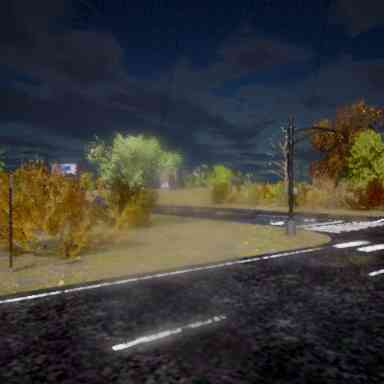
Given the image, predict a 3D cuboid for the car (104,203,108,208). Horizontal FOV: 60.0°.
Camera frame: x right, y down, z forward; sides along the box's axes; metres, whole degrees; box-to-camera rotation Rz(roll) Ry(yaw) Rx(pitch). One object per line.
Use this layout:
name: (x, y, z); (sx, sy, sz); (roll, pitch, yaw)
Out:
car: (-12.242, 1.327, 47.410); (2.097, 1.767, 4.553); (0, 0, -38)
